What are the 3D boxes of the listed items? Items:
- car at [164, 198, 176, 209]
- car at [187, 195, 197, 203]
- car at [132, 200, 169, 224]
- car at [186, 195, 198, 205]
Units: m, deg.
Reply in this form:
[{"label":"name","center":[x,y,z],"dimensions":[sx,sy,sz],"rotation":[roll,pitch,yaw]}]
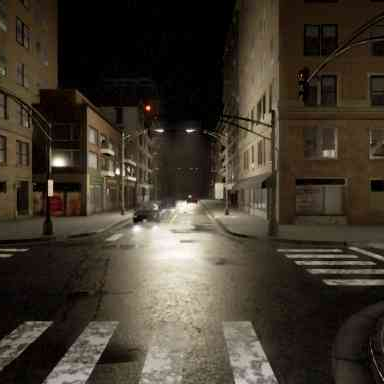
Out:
[{"label":"car","center":[-3.149,1.537,44.783],"dimensions":[1.994,1.385,4.181],"rotation":[0,0,0]},{"label":"car","center":[0.007,1.445,69.617],"dimensions":[2.128,1.511,4.902],"rotation":[0,0,0]},{"label":"car","center":[-3.133,1.538,24.817],"dimensions":[2.033,1.411,5.357],"rotation":[0,0,0]},{"label":"car","center":[0.022,1.453,59.253],"dimensions":[2.128,1.511,4.902],"rotation":[0,0,0]}]
